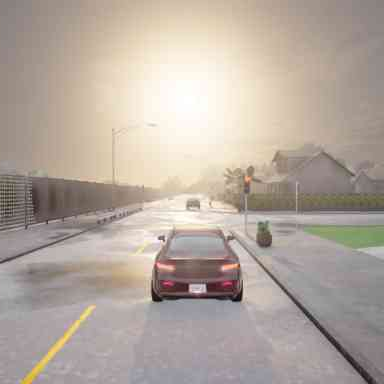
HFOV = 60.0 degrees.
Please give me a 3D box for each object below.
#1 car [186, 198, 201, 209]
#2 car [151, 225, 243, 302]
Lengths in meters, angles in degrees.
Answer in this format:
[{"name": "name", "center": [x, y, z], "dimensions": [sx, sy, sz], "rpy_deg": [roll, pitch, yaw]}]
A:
[{"name": "car", "center": [0.163, 1.505, 44.138], "dimensions": [1.837, 1.490, 4.892], "rpy_deg": [0, 0, 0]}, {"name": "car", "center": [0.104, 1.526, 8.132], "dimensions": [1.812, 1.442, 4.674], "rpy_deg": [0, 0, 0]}]
